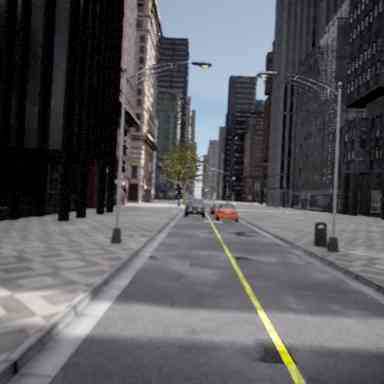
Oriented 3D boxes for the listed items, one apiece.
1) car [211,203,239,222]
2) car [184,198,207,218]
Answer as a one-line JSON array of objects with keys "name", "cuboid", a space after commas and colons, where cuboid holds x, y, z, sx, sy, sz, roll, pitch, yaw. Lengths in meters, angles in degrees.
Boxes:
[{"name": "car", "cuboid": [3.380, 1.930, 33.278, 2.097, 1.767, 4.553, 3, -1, 0]}, {"name": "car", "cuboid": [0.345, 1.687, 36.280, 2.150, 2.045, 5.566, 3, -1, 1]}]
